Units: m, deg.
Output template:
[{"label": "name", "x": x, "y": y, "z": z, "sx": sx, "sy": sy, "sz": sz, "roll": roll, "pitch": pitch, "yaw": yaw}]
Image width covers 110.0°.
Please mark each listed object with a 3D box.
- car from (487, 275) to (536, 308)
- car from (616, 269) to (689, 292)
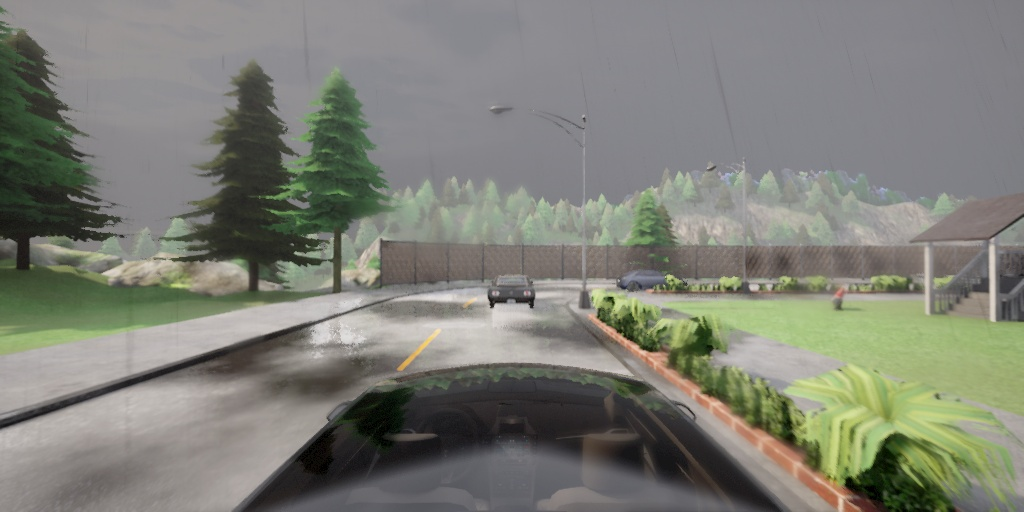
[{"label": "car", "x": 0.037, "y": 1.485, "z": 15.942, "sx": 1.895, "sy": 1.301, "sz": 4.718, "roll": 0, "pitch": -1, "yaw": 2}, {"label": "car", "x": 8.651, "y": 1.508, "z": 22.334, "sx": 4.181, "sy": 1.385, "sz": 1.994, "roll": 0, "pitch": -1, "yaw": 0}]
